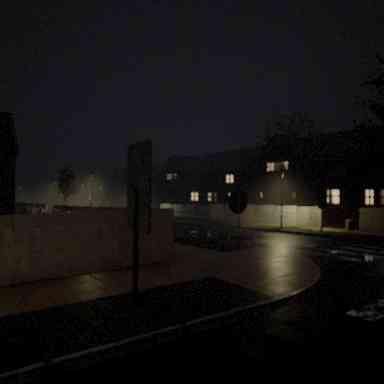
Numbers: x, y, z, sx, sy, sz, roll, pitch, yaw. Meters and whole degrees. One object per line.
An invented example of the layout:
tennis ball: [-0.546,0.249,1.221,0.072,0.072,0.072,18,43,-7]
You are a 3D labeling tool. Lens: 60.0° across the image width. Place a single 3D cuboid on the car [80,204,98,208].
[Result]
car: [-10.639,1.987,34.767,2.033,1.411,5.357,1,-2,-36]
